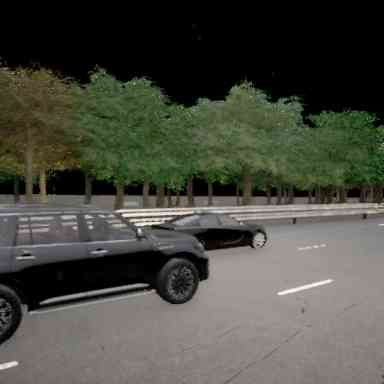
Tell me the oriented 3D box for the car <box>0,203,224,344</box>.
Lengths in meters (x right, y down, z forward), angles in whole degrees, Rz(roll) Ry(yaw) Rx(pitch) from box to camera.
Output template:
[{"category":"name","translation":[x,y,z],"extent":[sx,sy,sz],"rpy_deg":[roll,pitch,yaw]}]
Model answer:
[{"category":"car","translation":[-2.258,1.230,6.455],"extent":[5.566,2.045,2.150],"rpy_deg":[0,0,-35]}]

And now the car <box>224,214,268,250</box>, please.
[{"category":"car","translation":[0.792,1.510,12.904],"extent":[5.008,1.535,1.882],"rpy_deg":[0,0,-35]}]
